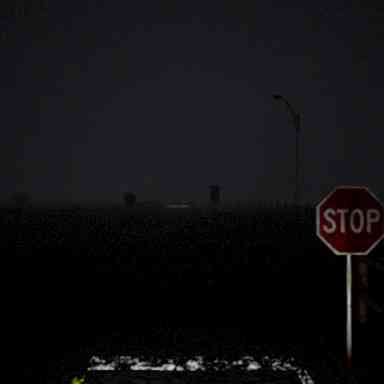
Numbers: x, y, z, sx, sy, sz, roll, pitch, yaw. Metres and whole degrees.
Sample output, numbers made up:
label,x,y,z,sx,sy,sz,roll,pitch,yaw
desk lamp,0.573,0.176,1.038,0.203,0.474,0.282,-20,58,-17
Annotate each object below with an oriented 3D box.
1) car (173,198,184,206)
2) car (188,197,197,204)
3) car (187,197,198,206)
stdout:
label,x,y,z,sx,sy,sz,roll,pitch,yaw
car,-2.633,1.856,65.111,1.882,1.535,5.008,0,0,0
car,0.129,1.746,70.940,1.837,1.490,4.892,0,0,0
car,0.111,1.879,60.932,1.812,1.442,4.674,0,0,0
